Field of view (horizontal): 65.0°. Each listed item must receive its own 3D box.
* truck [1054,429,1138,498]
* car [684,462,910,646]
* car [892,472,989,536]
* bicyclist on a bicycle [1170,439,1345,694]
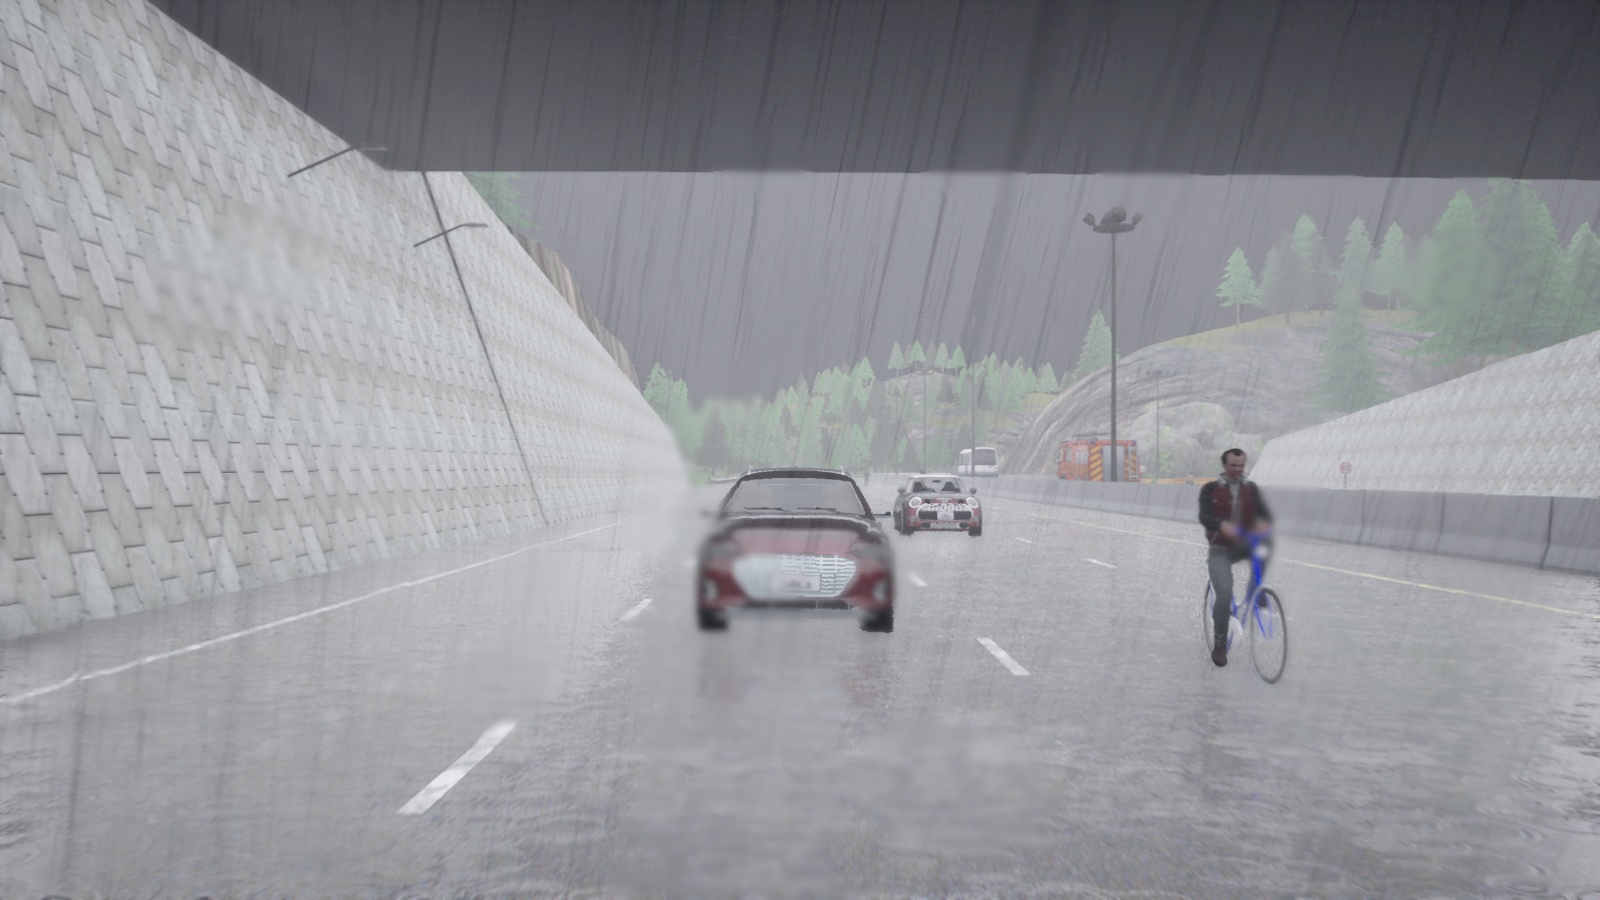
[{"bbox_3d":[17.248,0.815,73.719,2.891,3.827,8.468,0,-1,0],"label":"truck"},{"bbox_3d":[-0.036,0.975,13.736,2.033,1.649,4.856,0,-1,0],"label":"car"},{"bbox_3d":[3.403,1.288,31.134,1.970,1.475,3.806,0,-1,0],"label":"car"},{"bbox_3d":[3.475,0.834,9.712,0.659,1.776,1.843,0,-1,0],"label":"bicyclist on a bicycle"}]
